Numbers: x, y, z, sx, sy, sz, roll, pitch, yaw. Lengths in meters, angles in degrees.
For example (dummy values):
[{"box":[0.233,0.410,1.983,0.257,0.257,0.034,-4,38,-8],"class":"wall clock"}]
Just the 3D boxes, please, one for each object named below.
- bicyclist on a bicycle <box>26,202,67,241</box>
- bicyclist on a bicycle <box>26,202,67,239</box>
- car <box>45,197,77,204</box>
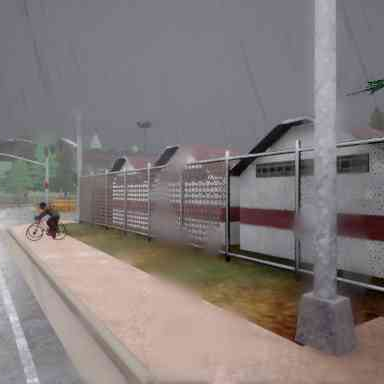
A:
[{"box":[-6.278,1.301,14.363,1.656,1.620,0.582,0,0,-14],"class":"bicyclist on a bicycle"},{"box":[-6.794,1.302,15.583,1.656,1.620,0.582,0,0,-39],"class":"bicyclist on a bicycle"},{"box":[-19.508,1.505,50.096,4.892,1.490,1.837,0,0,-35],"class":"car"}]
